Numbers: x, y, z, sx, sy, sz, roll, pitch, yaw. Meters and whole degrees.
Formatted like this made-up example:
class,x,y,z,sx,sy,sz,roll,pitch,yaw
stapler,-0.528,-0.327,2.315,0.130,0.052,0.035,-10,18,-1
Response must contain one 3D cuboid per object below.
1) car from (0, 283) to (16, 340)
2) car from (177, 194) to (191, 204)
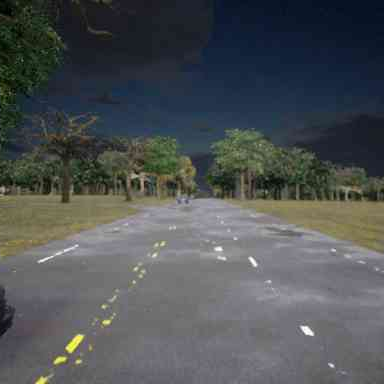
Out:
class,x,y,z,sx,sy,sz,roll,pitch,yaw
car,-3.434,1.559,2.345,2.033,1.411,5.357,0,0,1
car,-1.864,1.484,70.502,2.150,2.045,5.566,0,0,1
